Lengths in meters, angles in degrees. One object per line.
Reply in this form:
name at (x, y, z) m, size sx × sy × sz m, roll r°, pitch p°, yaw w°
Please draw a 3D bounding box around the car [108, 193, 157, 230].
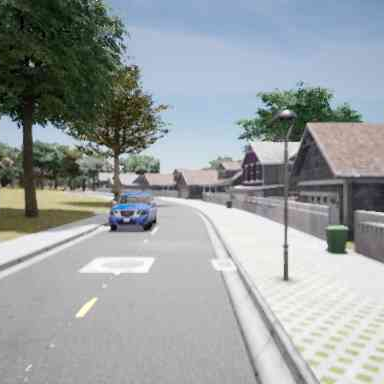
car at (-3.371, 1.072, 19.904) m, size 2.150 × 2.045 × 5.566 m, roll 0°, pitch 1°, yaw 0°
